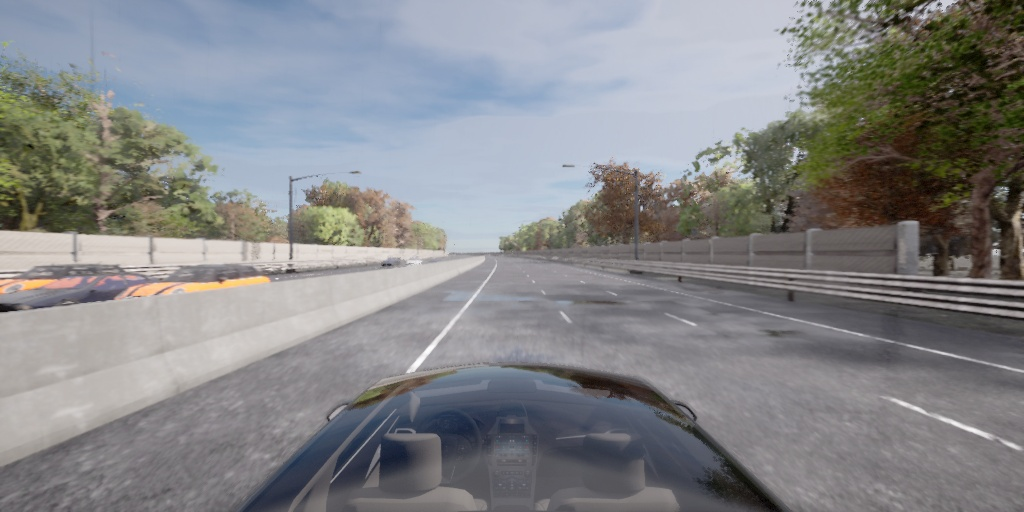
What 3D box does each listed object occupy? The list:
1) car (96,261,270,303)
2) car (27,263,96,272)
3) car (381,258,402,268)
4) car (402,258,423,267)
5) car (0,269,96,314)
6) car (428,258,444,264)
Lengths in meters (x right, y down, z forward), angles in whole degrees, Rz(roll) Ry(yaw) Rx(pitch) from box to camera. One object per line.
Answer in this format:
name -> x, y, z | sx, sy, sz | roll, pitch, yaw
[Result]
car -> -10.626, 1.094, 12.399 | 2.097, 1.767, 4.553 | 0, 0, 0
car -> -17.635, 1.096, 13.997 | 2.097, 1.767, 4.553 | 0, 0, 0
car -> -18.289, 1.014, 54.862 | 2.033, 1.411, 5.357 | 0, 0, -1
car -> -14.792, 0.984, 54.561 | 1.812, 1.442, 4.674 | 0, 0, -1
car -> -14.126, 1.295, 12.309 | 2.033, 1.411, 5.357 | 0, 0, 0
car -> -11.266, 1.026, 53.699 | 1.994, 1.385, 4.181 | 0, 0, -1
